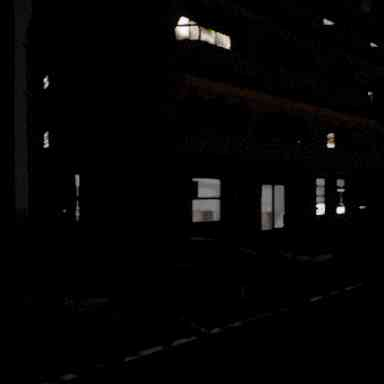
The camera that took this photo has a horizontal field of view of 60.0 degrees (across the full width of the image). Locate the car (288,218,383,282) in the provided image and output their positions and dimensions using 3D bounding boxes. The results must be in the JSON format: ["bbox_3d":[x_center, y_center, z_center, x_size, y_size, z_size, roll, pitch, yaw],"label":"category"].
[{"bbox_3d":[4.286,1.558,9.618,4.206,1.307,1.802,0,0,-36],"label":"car"}]

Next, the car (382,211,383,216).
[{"bbox_3d":[8.884,1.276,12.899,5.009,1.841,2.192,0,0,-36],"label":"car"}]

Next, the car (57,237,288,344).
[{"bbox_3d":[-0.312,1.573,6.338,4.206,1.307,1.802,0,0,-36],"label":"car"}]
